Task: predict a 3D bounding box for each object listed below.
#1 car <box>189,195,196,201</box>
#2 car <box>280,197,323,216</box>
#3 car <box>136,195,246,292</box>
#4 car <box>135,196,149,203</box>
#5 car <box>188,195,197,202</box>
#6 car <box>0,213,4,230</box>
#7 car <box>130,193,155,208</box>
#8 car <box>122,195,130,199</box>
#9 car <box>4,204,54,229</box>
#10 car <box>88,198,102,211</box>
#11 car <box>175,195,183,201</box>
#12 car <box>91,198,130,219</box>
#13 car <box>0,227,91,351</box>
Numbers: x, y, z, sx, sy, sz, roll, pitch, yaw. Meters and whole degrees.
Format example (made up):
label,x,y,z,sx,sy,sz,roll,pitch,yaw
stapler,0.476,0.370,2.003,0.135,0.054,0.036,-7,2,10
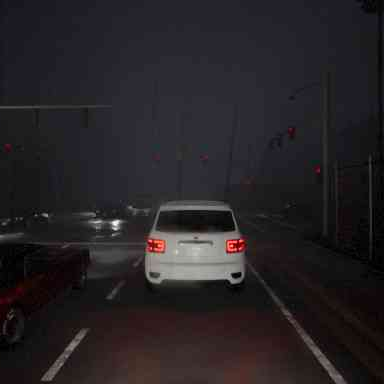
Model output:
label,x,y,z,sx,sy,sz,roll,pitch,yaw
car,0.136,1.524,86.128,1.812,1.442,4.674,0,0,0
car,11.002,1.407,32.657,4.553,1.767,2.097,0,0,0
car,0.087,1.221,9.072,2.150,2.045,5.566,0,0,0
car,-10.391,1.540,69.197,2.033,1.411,5.357,0,0,0
car,0.125,1.523,75.725,2.128,1.511,4.902,0,0,0
car,-7.088,1.491,8.067,2.128,1.511,4.902,0,0,0
car,-7.022,1.221,47.832,2.150,2.045,5.566,0,0,0
car,-10.505,1.351,54.021,2.097,1.767,4.553,0,0,0
car,-10.568,1.518,21.242,2.128,1.511,4.902,0,0,0
car,-10.857,1.496,40.123,2.128,1.511,4.902,0,0,5
car,-3.364,1.540,86.011,2.033,1.411,5.357,0,0,0
car,-7.056,1.555,29.263,1.812,1.442,4.674,0,0,0
car,-3.433,1.601,6.147,1.895,1.301,4.718,0,0,1
